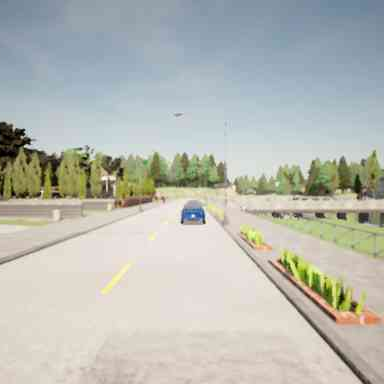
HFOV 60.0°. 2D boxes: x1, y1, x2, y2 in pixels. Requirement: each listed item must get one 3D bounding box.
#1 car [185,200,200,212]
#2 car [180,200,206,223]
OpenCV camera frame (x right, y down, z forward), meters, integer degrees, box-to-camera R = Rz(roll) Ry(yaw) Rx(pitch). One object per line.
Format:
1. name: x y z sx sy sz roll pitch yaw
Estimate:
1. car: 0.099 1.754 43.053 1.812 1.442 4.674 0 0 0
2. car: 0.089 1.620 26.717 1.882 1.535 5.008 0 0 0
